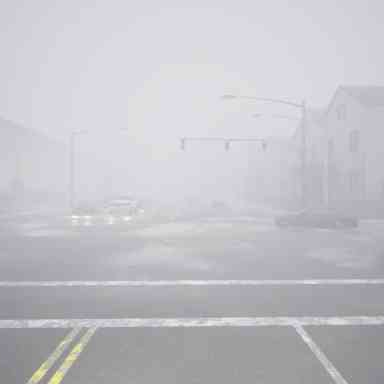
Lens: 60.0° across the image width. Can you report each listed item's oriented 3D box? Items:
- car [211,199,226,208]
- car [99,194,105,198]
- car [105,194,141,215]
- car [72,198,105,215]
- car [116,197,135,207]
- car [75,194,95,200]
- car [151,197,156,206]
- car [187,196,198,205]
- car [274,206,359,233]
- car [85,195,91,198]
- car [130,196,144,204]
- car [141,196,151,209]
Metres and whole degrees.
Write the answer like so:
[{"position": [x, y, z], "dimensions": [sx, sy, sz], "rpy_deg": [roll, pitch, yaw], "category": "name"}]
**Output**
[{"position": [3.631, 1.601, 46.664], "dimensions": [1.895, 1.301, 4.718], "rpy_deg": [0, 0, 0], "category": "car"}, {"position": [-10.562, 1.221, 42.921], "dimensions": [2.150, 2.045, 5.566], "rpy_deg": [0, 0, 0], "category": "car"}, {"position": [-7.070, 1.221, 34.691], "dimensions": [2.150, 2.045, 5.566], "rpy_deg": [0, 0, 0], "category": "car"}, {"position": [-10.570, 1.564, 33.662], "dimensions": [1.994, 1.385, 4.181], "rpy_deg": [0, 0, 0], "category": "car"}, {"position": [-10.549, 1.547, 53.166], "dimensions": [2.033, 1.411, 5.357], "rpy_deg": [0, 0, 0], "category": "car"}, {"position": [-28.890, 1.452, 89.760], "dimensions": [2.038, 1.542, 4.974], "rpy_deg": [0, 0, 29], "category": "car"}, {"position": [-7.040, 1.477, 54.631], "dimensions": [1.882, 1.535, 5.008], "rpy_deg": [0, 0, 0], "category": "car"}, {"position": [0.052, 1.491, 58.646], "dimensions": [2.128, 1.511, 4.902], "rpy_deg": [0, 0, 0], "category": "car"}, {"position": [7.276, 1.554, 19.680], "dimensions": [4.674, 1.442, 1.812], "rpy_deg": [1, 0, 21], "category": "car"}, {"position": [-28.105, 1.452, 84.393], "dimensions": [2.038, 1.542, 4.974], "rpy_deg": [0, 0, -36], "category": "car"}, {"position": [-10.488, 1.525, 63.248], "dimensions": [1.812, 1.442, 4.674], "rpy_deg": [0, 0, 1], "category": "car"}, {"position": [-7.060, 1.505, 44.243], "dimensions": [1.837, 1.490, 4.892], "rpy_deg": [0, 0, 0], "category": "car"}]
